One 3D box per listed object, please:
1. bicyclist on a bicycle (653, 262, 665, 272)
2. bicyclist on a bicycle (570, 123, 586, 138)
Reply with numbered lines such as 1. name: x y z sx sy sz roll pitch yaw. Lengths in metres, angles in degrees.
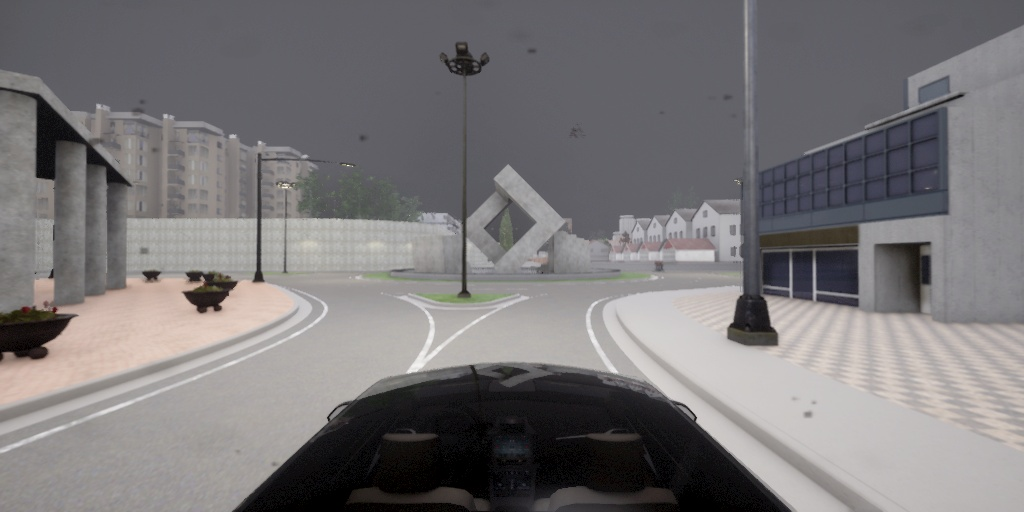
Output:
1. bicyclist on a bicycle: 23.668 1.719 56.867 1.656 1.620 0.582 0 0 -26
2. bicyclist on a bicycle: 6.811 -13.059 37.739 1.620 1.656 0.582 -17 30 24
